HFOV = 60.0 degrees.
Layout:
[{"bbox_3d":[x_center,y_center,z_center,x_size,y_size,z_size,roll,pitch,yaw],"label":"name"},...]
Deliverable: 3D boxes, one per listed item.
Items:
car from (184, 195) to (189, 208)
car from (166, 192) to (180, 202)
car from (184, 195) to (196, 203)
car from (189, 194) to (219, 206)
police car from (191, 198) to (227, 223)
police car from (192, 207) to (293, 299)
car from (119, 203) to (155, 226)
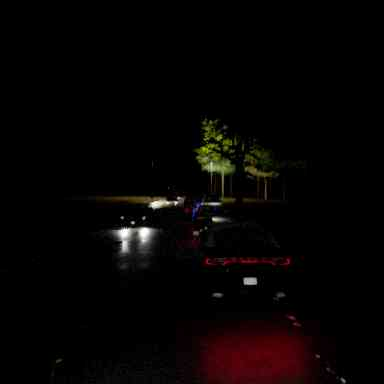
[{"bbox_3d":[-0.128,1.284,45.214,2.128,1.511,4.902,0,0,0],"label":"car"},{"bbox_3d":[-3.921,1.016,64.602,2.097,1.767,4.553,0,0,0],"label":"car"},{"bbox_3d":[-0.307,1.245,59.623,2.033,1.411,5.357,0,0,-1],"label":"car"},{"bbox_3d":[1.028,1.145,24.542,2.150,2.045,5.566,0,0,0],"label":"car"},{"bbox_3d":[1.047,1.373,18.620,1.930,1.638,5.238,0,0,0],"label":"police car"},{"bbox_3d":[1.058,1.408,8.614,1.930,1.638,5.238,0,0,0],"label":"police car"},{"bbox_3d":[-3.618,1.476,23.013,2.033,1.411,5.357,0,0,0],"label":"car"}]
